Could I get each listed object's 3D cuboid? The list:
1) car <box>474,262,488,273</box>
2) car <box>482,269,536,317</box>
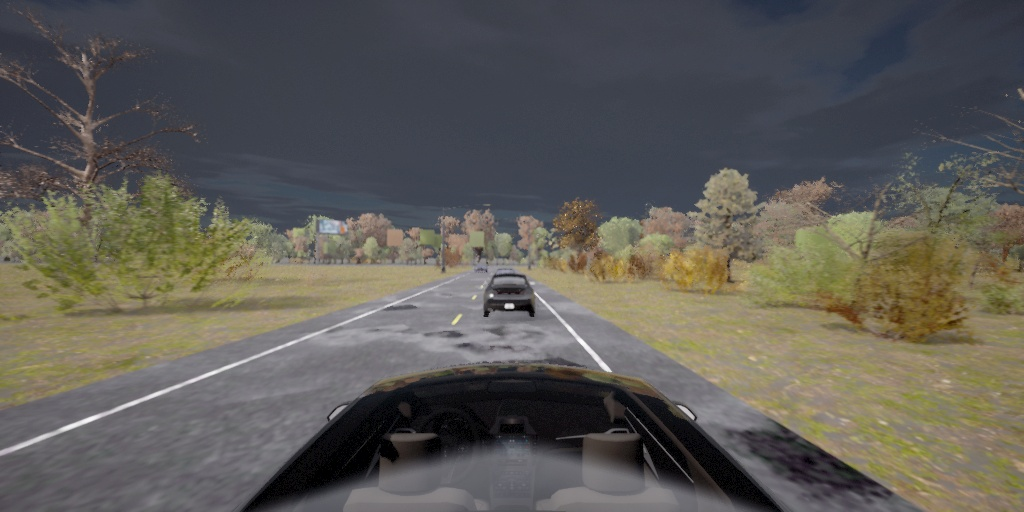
[{"bbox_3d":[-5.029,1.845,58.639,2.097,1.767,4.553,0,-1,-1],"label":"car"},{"bbox_3d":[-0.114,1.424,14.137,1.837,1.490,4.892,0,-1,-1],"label":"car"}]
